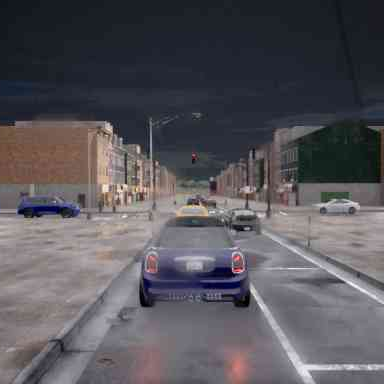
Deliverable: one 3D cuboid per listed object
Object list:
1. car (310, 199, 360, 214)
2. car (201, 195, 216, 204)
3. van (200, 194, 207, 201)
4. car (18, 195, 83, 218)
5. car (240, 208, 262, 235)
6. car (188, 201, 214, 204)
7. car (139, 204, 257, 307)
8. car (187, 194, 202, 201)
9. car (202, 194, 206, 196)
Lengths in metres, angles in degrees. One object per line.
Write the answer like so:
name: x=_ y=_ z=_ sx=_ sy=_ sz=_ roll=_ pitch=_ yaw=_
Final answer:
car: x=14.252 y=1.412 z=33.149 sx=4.674 sy=1.442 sz=1.812 roll=0 pitch=1 yaw=-2
car: x=2.769 y=1.558 z=50.730 sx=1.887 sy=1.381 sz=4.507 roll=-1 pitch=0 yaw=0
van: x=2.861 y=1.374 z=83.925 sx=1.690 sy=1.788 sz=3.998 roll=-1 pitch=0 yaw=0
car: x=-12.850 y=1.341 z=30.275 sx=5.566 sy=2.045 sz=2.150 roll=0 pitch=1 yaw=0
car: x=2.675 y=1.550 z=18.285 sx=2.008 sy=1.369 sz=4.403 roll=-1 pitch=0 yaw=0
car: x=0.070 y=1.477 z=17.995 sx=1.882 sy=1.535 sz=5.008 roll=0 pitch=0 yaw=1
car: x=0.071 y=1.351 z=8.120 sx=2.097 sy=1.767 sz=4.553 roll=0 pitch=0 yaw=1
car: x=0.235 y=1.520 z=55.386 sx=1.837 sy=1.490 sz=4.892 roll=0 pitch=0 yaw=0
car: x=2.802 y=1.601 z=61.795 sx=1.802 sy=1.307 sz=4.206 roll=-1 pitch=0 yaw=0
